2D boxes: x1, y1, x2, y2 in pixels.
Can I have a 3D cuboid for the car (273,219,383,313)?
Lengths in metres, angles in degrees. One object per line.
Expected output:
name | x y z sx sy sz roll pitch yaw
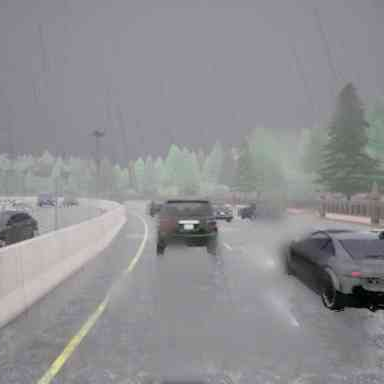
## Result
car | 3.491 1.562 7.780 1.994 1.385 4.181 0 0 -1

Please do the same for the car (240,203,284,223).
car | 5.192 1.542 25.750 2.033 1.411 5.357 0 0 -10

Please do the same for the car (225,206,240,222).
car | 1.655 1.542 25.664 2.033 1.411 5.357 0 0 -11

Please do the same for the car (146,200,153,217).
car | -3.174 1.498 31.128 1.837 1.490 4.892 0 0 -14

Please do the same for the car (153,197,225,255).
car | -0.286 1.219 13.476 2.150 2.045 5.566 0 0 -4
